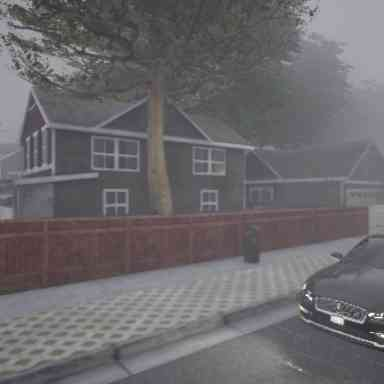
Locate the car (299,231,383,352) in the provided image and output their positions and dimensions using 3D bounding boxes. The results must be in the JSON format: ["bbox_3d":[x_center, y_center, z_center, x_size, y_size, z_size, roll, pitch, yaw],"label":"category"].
[{"bbox_3d":[3.939,1.512,6.030,4.892,1.490,1.837,0,0,-37],"label":"car"}]
